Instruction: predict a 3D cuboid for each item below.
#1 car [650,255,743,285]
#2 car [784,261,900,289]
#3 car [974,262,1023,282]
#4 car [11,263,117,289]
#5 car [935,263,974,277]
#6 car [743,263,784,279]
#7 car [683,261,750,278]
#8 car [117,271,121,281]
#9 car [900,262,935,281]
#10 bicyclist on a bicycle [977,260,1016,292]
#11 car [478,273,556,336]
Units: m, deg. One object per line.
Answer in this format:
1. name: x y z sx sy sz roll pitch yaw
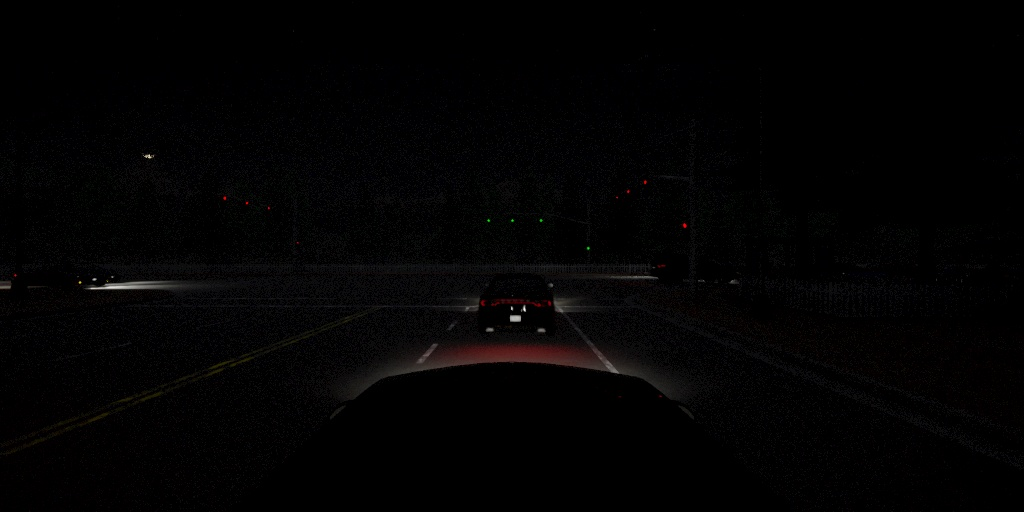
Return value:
1. car: 12.693 0.915 25.342 5.566 2.045 2.150 0 0 1
2. car: 19.924 1.172 21.812 5.008 1.535 1.882 0 0 0
3. car: 39.925 1.172 27.570 5.008 1.535 1.882 0 0 14
4. car: -27.661 1.258 22.054 4.181 1.385 1.994 0 0 0
5. car: 37.672 1.295 31.591 4.718 1.301 1.895 0 0 9
6. car: 20.235 1.242 29.010 5.357 1.411 2.033 0 0 -1
7. car: 18.417 1.186 32.487 4.902 1.511 2.128 0 0 1
8. car: -30.823 1.220 25.548 4.674 1.442 1.812 0 0 0
9. car: 29.988 1.172 28.739 5.008 1.535 1.882 0 0 3
10. bicyclist on a bicycle: 22.821 0.995 17.011 0.582 1.620 1.656 0 0 0
11. car: 0.200 1.228 10.450 1.882 1.535 5.008 0 0 3
